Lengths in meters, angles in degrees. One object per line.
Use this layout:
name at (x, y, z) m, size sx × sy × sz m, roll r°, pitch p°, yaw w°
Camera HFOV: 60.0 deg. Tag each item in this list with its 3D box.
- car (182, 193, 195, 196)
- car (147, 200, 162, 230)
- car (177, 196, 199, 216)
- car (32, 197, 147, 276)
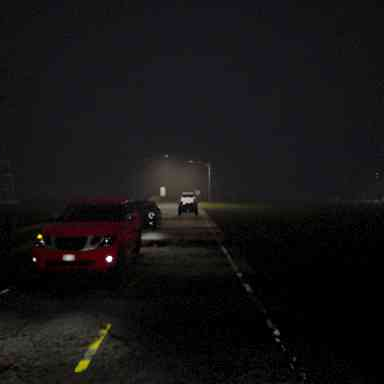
car at (-0.526, 1.113, 45.880) m, size 2.150 × 2.045 × 5.566 m, roll 0°, pitch 0°, yaw 0°
car at (-3.073, 1.314, 20.606) m, size 2.097 × 1.767 × 4.553 m, roll 0°, pitch 0°, yaw 0°
car at (-0.369, 1.420, 31.839) m, size 2.128 × 1.511 × 4.902 m, roll 0°, pitch 0°, yaw 0°
car at (-2.971, 1.206, 10.697) m, size 2.150 × 2.045 × 5.566 m, roll 0°, pitch 0°, yaw -1°
